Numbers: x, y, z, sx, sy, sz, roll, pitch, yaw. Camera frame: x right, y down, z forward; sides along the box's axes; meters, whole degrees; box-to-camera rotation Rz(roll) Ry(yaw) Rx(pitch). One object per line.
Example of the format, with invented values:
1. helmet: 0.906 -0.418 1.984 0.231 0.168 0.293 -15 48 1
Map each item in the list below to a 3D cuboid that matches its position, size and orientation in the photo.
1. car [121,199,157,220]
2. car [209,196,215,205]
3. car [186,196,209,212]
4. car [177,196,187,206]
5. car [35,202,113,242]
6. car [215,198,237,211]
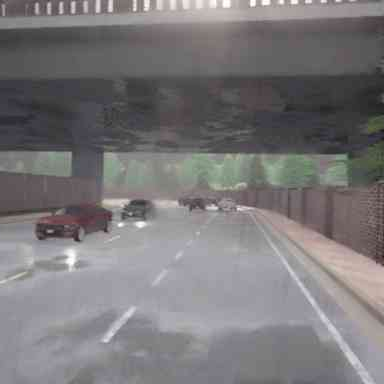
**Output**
1. car: -4.016 1.298 25.748 1.837 1.490 4.892 1 1 7
2. car: 2.378 1.368 50.105 1.812 1.442 4.674 1 0 -17
3. car: 0.679 1.363 37.033 1.837 1.490 4.892 1 0 2
4. car: -0.732 1.299 48.943 1.812 1.442 4.674 1 0 -18
5. car: -5.290 1.284 15.590 1.882 1.535 5.008 1 0 7
6. car: 4.157 1.454 39.691 1.812 1.442 4.674 1 0 -2
